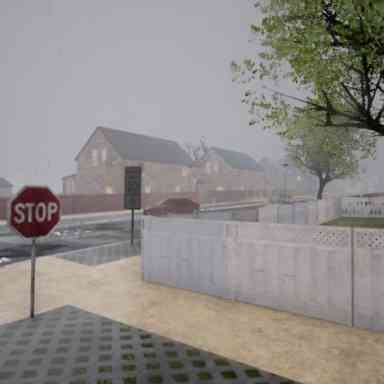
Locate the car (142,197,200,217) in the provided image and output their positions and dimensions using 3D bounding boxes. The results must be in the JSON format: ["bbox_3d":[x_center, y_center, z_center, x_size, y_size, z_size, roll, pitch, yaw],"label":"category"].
[{"bbox_3d":[-1.352,1.105,23.349,1.882,1.535,5.008,2,2,35],"label":"car"}]

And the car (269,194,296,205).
[{"bbox_3d":[11.190,0.903,40.970,1.895,1.301,4.718,2,2,36],"label":"car"}]
